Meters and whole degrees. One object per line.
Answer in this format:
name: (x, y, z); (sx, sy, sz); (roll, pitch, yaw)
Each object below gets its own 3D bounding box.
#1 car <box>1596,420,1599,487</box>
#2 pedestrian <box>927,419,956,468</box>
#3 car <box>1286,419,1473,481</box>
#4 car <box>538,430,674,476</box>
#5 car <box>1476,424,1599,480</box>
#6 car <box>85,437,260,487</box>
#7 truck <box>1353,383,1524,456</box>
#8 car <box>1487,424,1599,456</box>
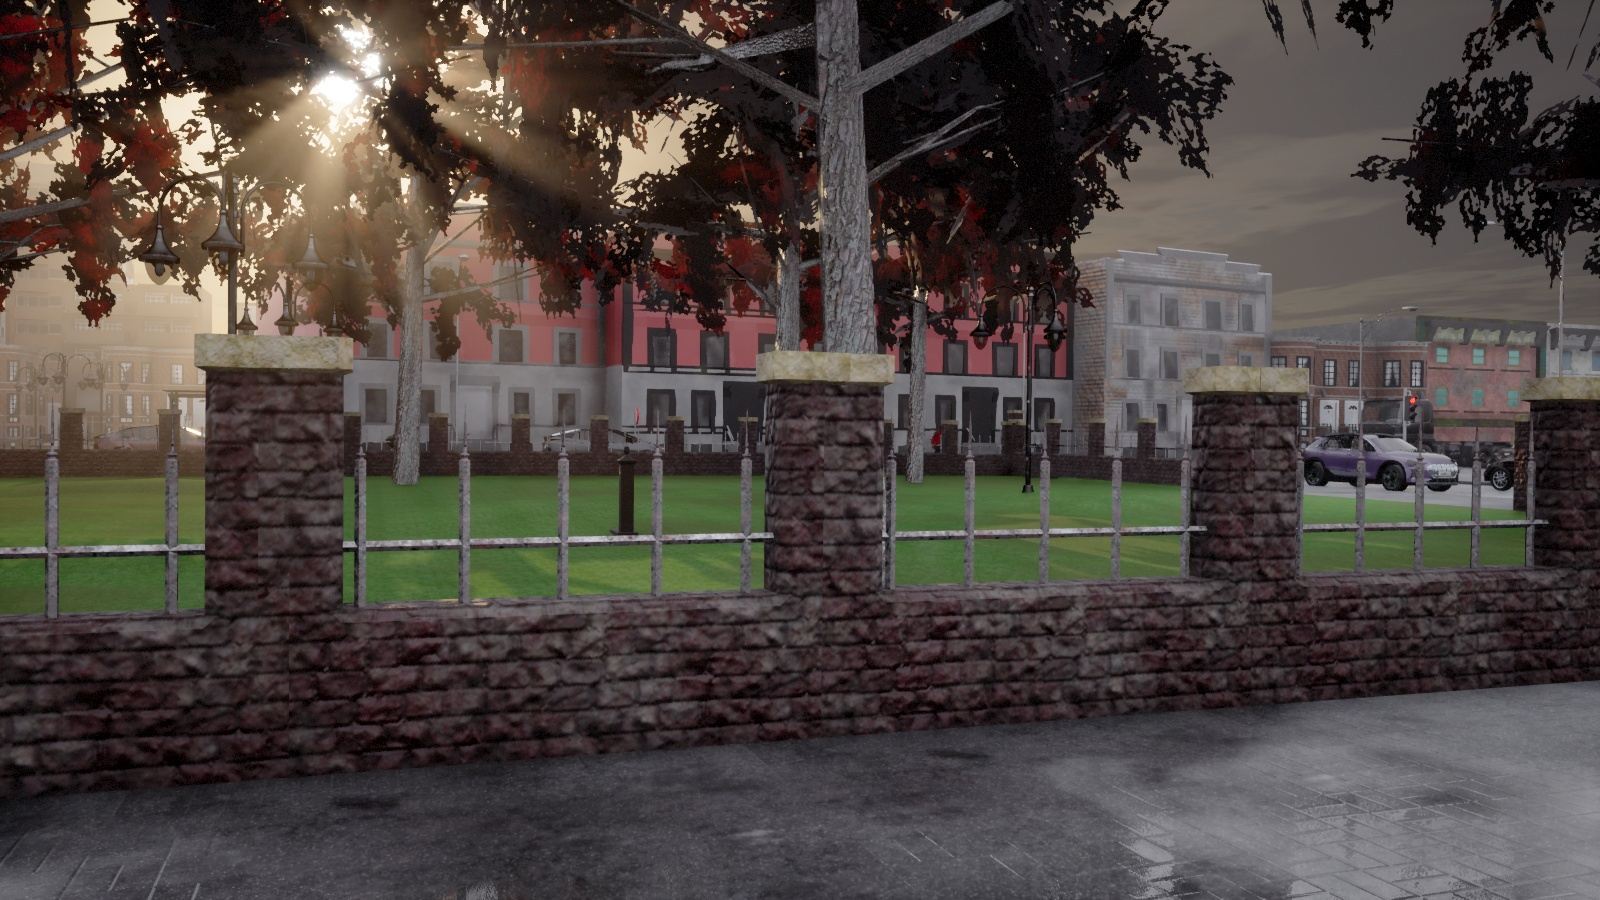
car: (19.865, 0.094, 26.833); (2.007, 1.525, 4.514); (-1, 1, -21)
pedestrian: (5.381, -0.248, 47.763); (0.634, 1.844, 0.899); (-1, 1, -41)
car: (16.602, -0.041, 36.265); (2.033, 1.649, 4.856); (-1, 1, -21)
car: (-6.960, 0.089, 44.948); (4.514, 1.525, 2.007); (-1, 1, -18)
car: (21.330, 0.010, 35.097); (1.816, 1.474, 4.193); (-1, 1, -19)
car: (-20.079, 0.357, 40.430); (4.792, 1.488, 2.163); (-1, 1, -19)
truck: (31.763, -1.543, 62.450); (7.936, 3.462, 2.891); (-1, 1, -19)
car: (35.453, -0.506, 59.499); (5.357, 1.411, 2.033); (-1, 1, -19)
